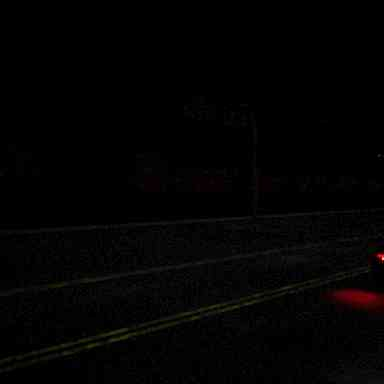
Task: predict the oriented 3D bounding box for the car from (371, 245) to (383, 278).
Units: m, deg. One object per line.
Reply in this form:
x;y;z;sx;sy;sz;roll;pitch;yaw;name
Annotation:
6.737;1.545;8.589;5.357;1.411;2.033;0;0;-35;car
